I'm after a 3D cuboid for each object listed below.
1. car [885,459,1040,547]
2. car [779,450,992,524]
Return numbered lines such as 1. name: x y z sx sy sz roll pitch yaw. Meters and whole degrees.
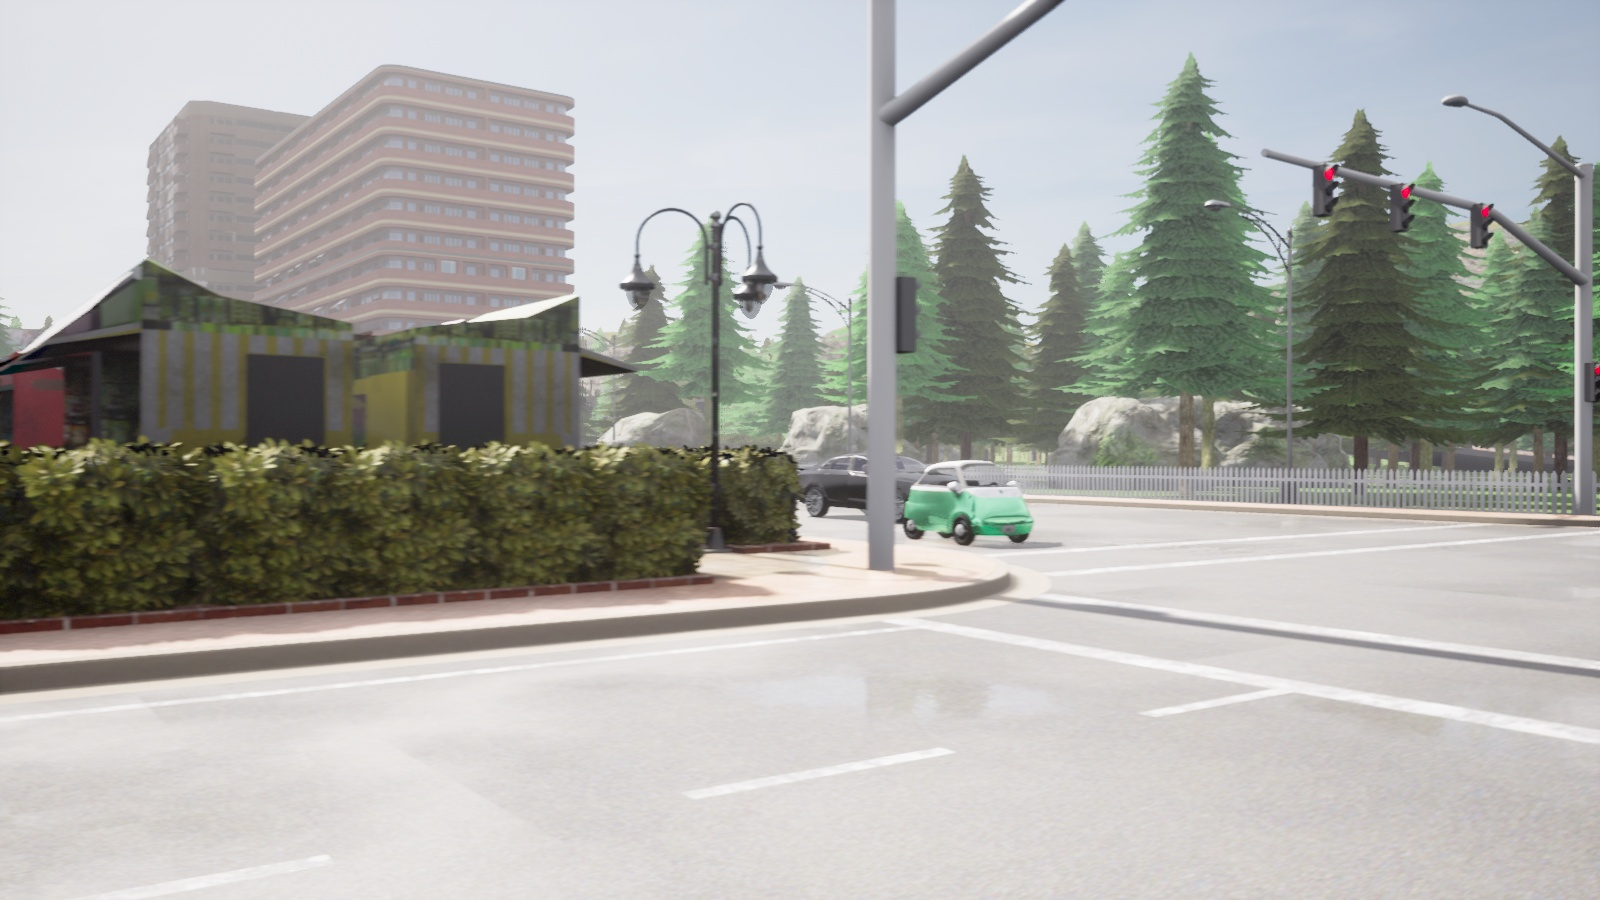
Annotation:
1. car: 2.698 0.846 21.137 1.481 1.376 2.207 0 -1 -34
2. car: 1.814 0.767 28.316 2.128 1.511 4.902 0 0 -36
